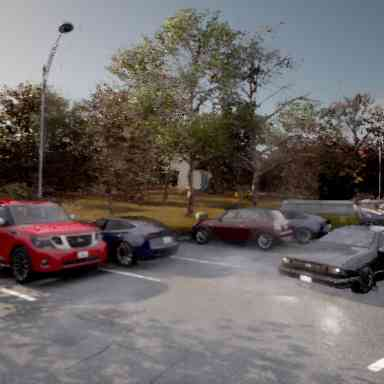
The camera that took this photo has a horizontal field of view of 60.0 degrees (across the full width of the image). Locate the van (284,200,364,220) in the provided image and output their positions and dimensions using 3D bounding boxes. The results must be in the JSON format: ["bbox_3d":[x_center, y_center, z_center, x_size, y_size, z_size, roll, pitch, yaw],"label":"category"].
[{"bbox_3d":[6.839,1.448,18.586,4.442,1.987,1.878,-1,-1,35],"label":"van"}]

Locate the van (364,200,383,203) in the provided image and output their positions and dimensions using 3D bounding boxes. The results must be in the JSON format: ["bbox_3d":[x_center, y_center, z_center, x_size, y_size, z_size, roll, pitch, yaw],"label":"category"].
[{"bbox_3d":[14.029,1.559,23.721,4.442,1.987,1.878,-1,-1,34],"label":"van"}]

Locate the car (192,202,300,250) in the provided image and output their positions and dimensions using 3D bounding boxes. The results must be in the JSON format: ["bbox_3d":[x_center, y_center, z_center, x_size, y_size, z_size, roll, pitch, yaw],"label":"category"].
[{"bbox_3d":[2.169,1.478,15.088,4.553,1.767,2.185,-1,-1,34],"label":"car"}]

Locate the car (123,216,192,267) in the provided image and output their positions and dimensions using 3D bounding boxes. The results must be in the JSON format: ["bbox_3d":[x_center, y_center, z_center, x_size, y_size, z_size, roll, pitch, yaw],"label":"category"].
[{"bbox_3d":[-2.675,1.568,11.694,4.792,1.488,2.163,-1,-1,34],"label":"car"}]

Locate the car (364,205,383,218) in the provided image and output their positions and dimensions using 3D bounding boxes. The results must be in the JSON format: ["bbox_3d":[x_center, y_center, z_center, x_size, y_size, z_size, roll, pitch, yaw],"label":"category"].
[{"bbox_3d":[9.337,1.709,20.226,4.892,1.521,2.231,-1,-1,34],"label":"car"}]

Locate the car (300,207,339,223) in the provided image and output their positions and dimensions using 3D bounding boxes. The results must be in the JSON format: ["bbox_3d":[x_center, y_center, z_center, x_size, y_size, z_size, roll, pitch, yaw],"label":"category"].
[{"bbox_3d":[4.515,1.668,16.828,4.792,1.488,2.163,-1,-1,34],"label":"car"}]

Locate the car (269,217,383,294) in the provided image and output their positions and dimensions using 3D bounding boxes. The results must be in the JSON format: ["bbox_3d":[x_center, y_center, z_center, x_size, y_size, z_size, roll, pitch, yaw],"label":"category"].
[{"bbox_3d":[4.807,1.651,9.266,5.357,1.411,2.033,1,0,-36],"label":"car"}]

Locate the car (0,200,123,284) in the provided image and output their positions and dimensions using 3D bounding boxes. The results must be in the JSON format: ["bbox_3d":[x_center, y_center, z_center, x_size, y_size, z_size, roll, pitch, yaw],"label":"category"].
[{"bbox_3d":[-5.019,1.254,9.963,5.566,2.045,2.435,-1,-2,35],"label":"car"}]

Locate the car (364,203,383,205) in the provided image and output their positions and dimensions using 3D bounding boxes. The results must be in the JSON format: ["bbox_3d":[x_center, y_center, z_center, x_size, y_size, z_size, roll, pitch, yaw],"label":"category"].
[{"bbox_3d":[11.884,1.741,21.840,5.366,1.575,1.946,-1,-2,34],"label":"car"}]
